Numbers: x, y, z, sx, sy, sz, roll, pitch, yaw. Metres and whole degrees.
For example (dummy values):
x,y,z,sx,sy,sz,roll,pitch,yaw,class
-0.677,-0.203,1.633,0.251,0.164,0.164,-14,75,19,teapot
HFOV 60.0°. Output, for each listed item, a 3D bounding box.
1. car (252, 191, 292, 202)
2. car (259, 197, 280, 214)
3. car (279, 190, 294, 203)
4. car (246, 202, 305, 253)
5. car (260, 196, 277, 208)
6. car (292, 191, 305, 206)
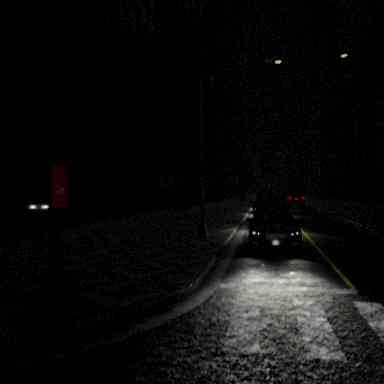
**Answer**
x,y,z,sx,sy,sz,roll,pitch,yaw,class
5.408,1.047,23.000,2.150,2.045,5.566,-1,0,13,car
7.572,1.284,32.731,1.812,1.442,4.674,-1,0,12,car
16.468,0.776,58.248,2.150,2.045,5.566,-1,0,13,car
3.285,1.388,13.379,2.128,1.511,4.902,-1,0,12,car
9.773,1.258,42.513,1.994,1.385,4.181,-1,0,13,car
12.724,0.880,41.275,2.150,2.045,5.566,-1,0,12,car
